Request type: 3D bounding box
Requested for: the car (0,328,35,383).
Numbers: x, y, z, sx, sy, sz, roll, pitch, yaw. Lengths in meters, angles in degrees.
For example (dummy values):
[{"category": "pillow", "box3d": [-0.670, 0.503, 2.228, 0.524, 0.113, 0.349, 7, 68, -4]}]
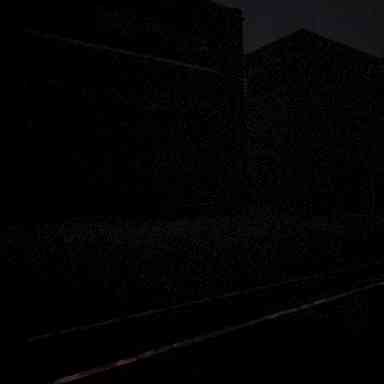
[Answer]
[{"category": "car", "box3d": [-3.176, 1.491, 1.136, 4.892, 1.490, 1.837, 1, 0, -35]}]
